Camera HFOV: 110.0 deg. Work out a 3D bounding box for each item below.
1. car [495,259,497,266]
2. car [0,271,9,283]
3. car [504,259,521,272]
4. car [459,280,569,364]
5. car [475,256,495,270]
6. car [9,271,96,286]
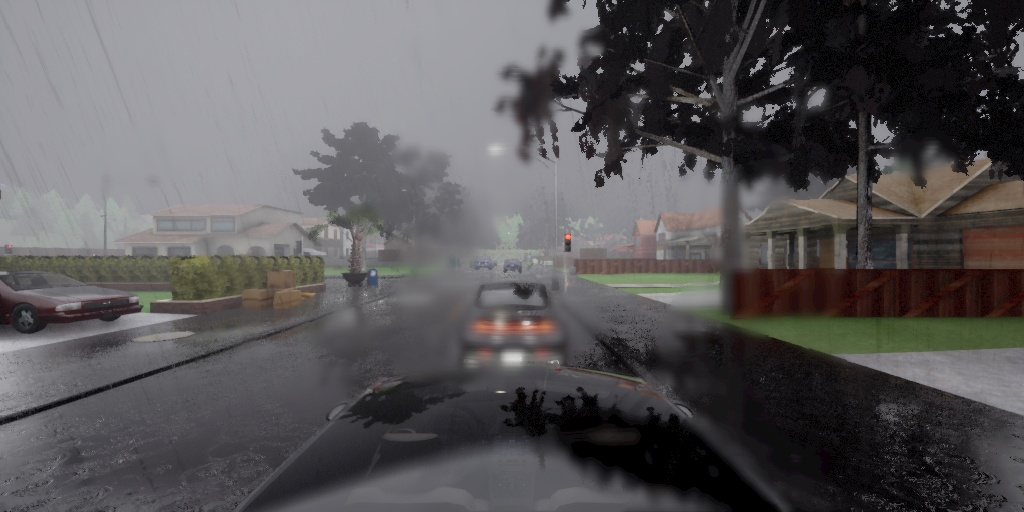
[{"bbox_3d":[-4.024,1.241,62.308,2.128,1.511,4.902,0,0,0],"label":"car"},{"bbox_3d":[-43.850,1.242,30.851,4.902,1.511,2.128,0,0,0],"label":"car"},{"bbox_3d":[0.097,1.102,45.133,2.097,1.767,4.553,0,0,1],"label":"car"},{"bbox_3d":[0.047,1.255,7.654,1.837,1.490,4.892,0,0,1],"label":"car"},{"bbox_3d":[-4.059,0.971,52.258,2.150,2.045,5.566,0,0,0],"label":"car"},{"bbox_3d":[-33.622,1.105,26.749,4.553,1.767,2.097,0,0,0],"label":"car"}]
